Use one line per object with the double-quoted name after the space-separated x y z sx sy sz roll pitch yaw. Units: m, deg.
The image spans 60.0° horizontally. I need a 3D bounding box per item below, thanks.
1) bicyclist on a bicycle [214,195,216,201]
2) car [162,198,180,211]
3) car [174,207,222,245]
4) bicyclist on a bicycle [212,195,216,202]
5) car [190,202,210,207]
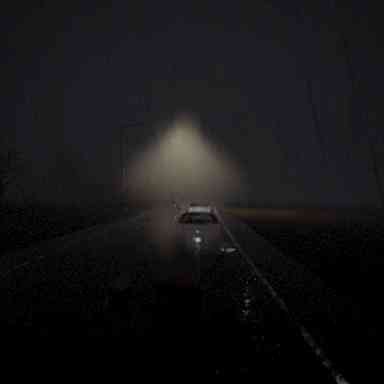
6.216 1.609 89.879 0.582 1.620 1.656 0 -1 7 "bicyclist on a bicycle"
-2.473 1.463 40.564 1.837 1.490 4.892 0 0 3 "car"
0.280 1.569 15.242 1.895 1.301 4.718 0 0 1 "car"
5.236 1.556 80.961 0.582 1.620 1.656 0 -1 6 "bicyclist on a bicycle"
0.745 1.556 30.492 1.895 1.301 4.718 0 0 2 "car"
